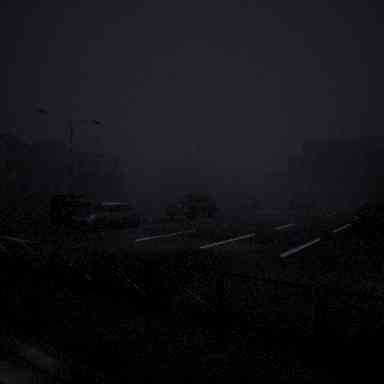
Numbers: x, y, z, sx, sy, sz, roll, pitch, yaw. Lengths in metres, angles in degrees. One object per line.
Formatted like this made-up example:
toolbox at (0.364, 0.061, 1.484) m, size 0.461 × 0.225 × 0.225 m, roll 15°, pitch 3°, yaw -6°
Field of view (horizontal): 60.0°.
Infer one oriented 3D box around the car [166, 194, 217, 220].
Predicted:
car at (0.078, 1.094, 25.510) m, size 1.932 × 1.855 × 4.605 m, roll 0°, pitch 0°, yaw 35°

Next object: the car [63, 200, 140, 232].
car at (-4.774, 1.357, 18.556) m, size 1.970 × 1.475 × 3.806 m, roll 0°, pitch 0°, yaw 35°

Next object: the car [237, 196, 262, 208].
car at (7.222, 1.229, 41.345) m, size 1.970 × 1.475 × 3.806 m, roll 0°, pitch 0°, yaw 35°

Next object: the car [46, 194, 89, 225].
car at (-7.140, 1.073, 20.970) m, size 1.905 × 1.878 × 3.866 m, roll 0°, pitch 0°, yaw 35°

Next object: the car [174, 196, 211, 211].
car at (0.168, 1.295, 37.692) m, size 2.007 × 1.523 × 4.514 m, roll 0°, pitch 0°, yaw 35°

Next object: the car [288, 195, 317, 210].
car at (12.655, 1.150, 37.914) m, size 2.152 × 1.636 × 5.027 m, roll 0°, pitch 0°, yaw 35°

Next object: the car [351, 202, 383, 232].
car at (9.852, 1.294, 17.755) m, size 2.007 × 1.523 × 4.514 m, roll 0°, pitch 0°, yaw 35°
